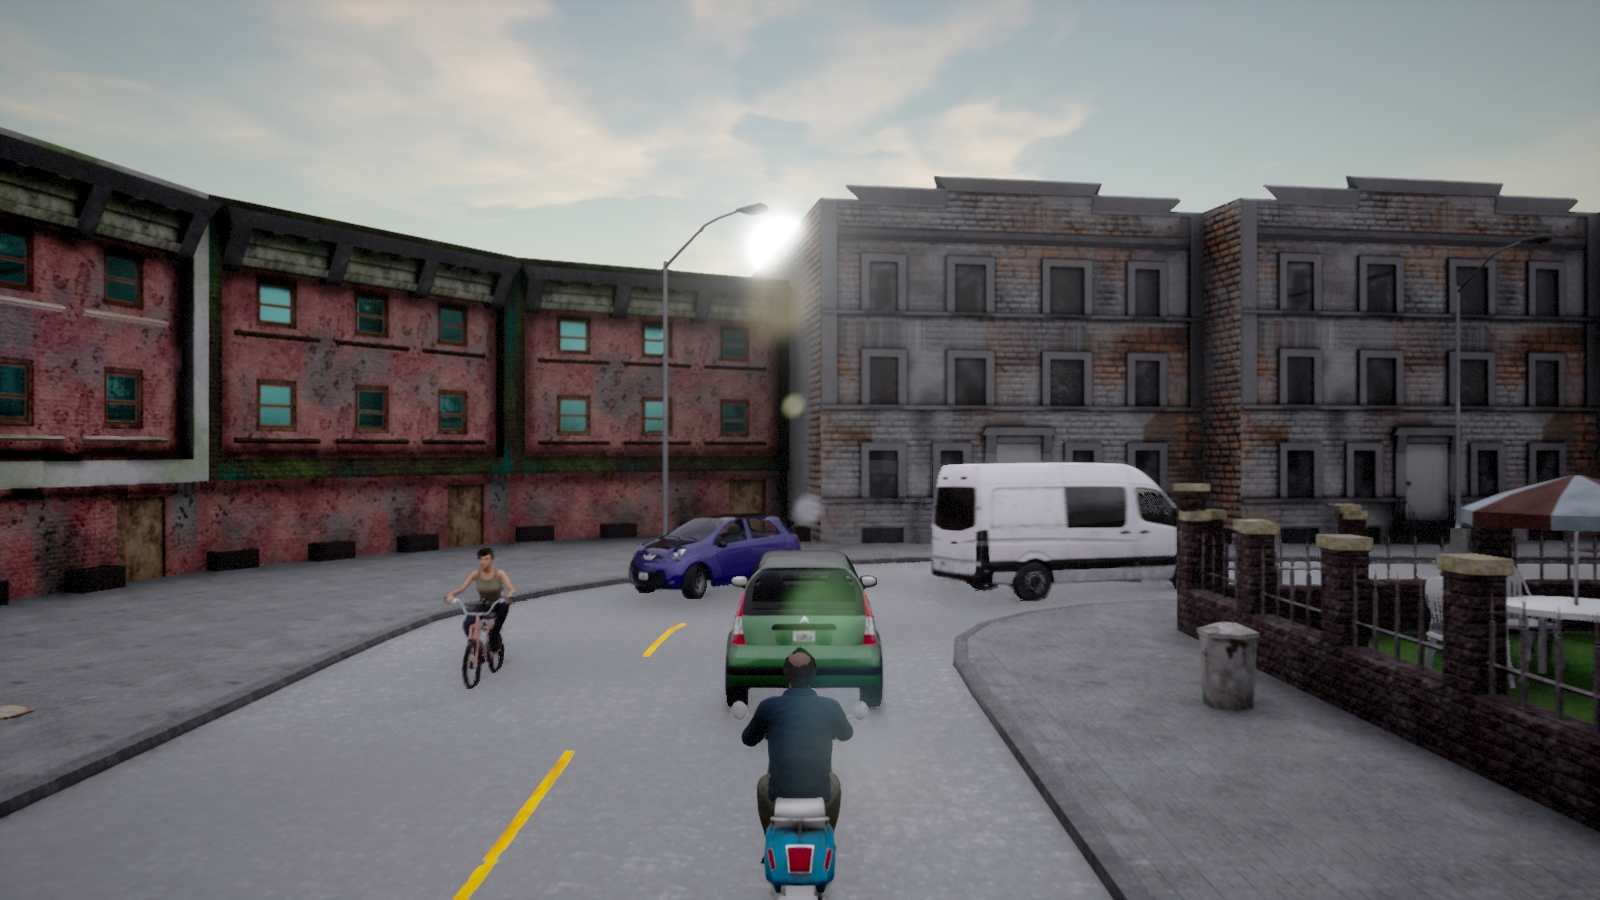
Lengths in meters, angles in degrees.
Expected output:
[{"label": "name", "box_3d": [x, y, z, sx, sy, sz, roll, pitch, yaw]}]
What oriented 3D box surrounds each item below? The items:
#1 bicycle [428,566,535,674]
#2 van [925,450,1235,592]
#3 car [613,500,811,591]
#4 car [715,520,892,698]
[{"label": "bicycle", "box_3d": [-3.844, 2.037, 13.914, 0.859, 1.080, 1.487, 0, 0, 1]}, {"label": "van", "box_3d": [5.591, 1.316, 22.717, 5.915, 2.561, 1.988, 0, -1, -22]}, {"label": "car", "box_3d": [-1.699, 1.821, 22.757, 1.845, 1.501, 3.633, 0, 0, 43]}, {"label": "car", "box_3d": [0.043, 1.780, 13.923, 1.851, 1.617, 3.988, 0, 0, 0]}]
